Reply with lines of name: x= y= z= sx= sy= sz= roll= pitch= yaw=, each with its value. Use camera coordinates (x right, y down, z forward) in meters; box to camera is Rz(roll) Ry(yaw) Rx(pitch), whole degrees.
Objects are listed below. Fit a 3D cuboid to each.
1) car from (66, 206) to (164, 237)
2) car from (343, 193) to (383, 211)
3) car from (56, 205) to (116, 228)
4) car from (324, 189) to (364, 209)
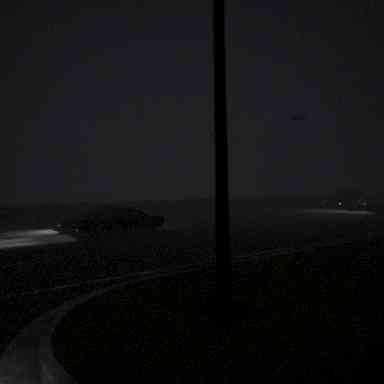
car: x=-4.004 y=1.583 z=18.049 sx=4.718 sy=1.301 sz=1.895 roll=-1 pitch=0 yaw=-35
car: x=17.298 y=1.070 z=32.734 sx=4.674 sy=1.442 sz=1.812 roll=-1 pitch=0 yaw=-35
car: x=-5.693 y=1.545 z=21.138 sx=5.357 sy=1.411 sz=2.033 roll=-1 pitch=0 yaw=-35
car: x=16.994 y=0.753 z=36.783 sx=5.566 sy=2.045 sz=2.150 roll=-1 pitch=0 yaw=-34
